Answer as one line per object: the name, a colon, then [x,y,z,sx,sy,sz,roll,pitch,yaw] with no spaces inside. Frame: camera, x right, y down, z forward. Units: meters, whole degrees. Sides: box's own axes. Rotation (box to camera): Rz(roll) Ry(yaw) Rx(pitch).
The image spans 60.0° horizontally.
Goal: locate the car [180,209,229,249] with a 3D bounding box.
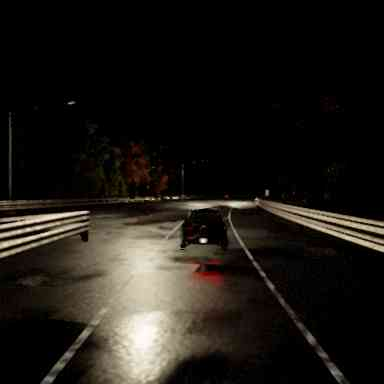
car: [0.533,1.493,14.376,1.837,1.490,4.892,0,0,3]
